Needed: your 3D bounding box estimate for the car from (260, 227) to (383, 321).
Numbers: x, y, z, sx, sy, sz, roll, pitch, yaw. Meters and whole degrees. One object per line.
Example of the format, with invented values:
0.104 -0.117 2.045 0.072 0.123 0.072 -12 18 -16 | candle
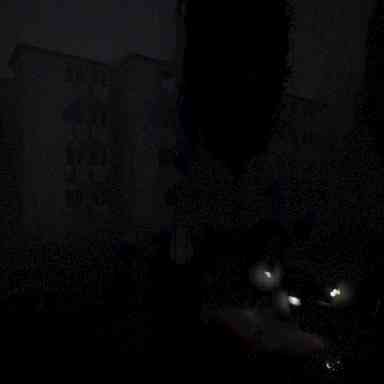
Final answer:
3.975 1.534 7.436 5.357 1.411 2.033 0 0 -35 | car
